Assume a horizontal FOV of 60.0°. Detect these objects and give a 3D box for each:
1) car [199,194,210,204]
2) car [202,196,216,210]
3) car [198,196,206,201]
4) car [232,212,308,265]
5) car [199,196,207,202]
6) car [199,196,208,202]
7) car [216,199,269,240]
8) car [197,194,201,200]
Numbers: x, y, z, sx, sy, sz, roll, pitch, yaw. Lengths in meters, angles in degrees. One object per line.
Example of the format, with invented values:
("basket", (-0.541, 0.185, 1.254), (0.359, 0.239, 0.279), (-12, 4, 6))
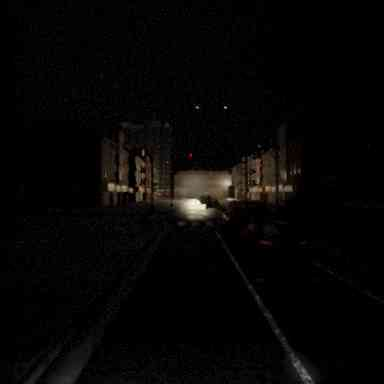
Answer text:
("car", (2.638, 1.579, 59.569), (1.887, 1.381, 4.507), (1, 0, 0))
("car", (2.640, 1.552, 43.257), (1.887, 1.381, 4.507), (1, 0, 0))
("car", (2.635, 1.658, 86.756), (2.008, 1.369, 4.403), (0, 0, 0))
("car", (2.644, 1.574, 11.378), (1.802, 1.307, 4.206), (1, 0, 0))
("car", (2.635, 1.672, 81.319), (1.802, 1.307, 4.206), (0, 0, 0))
("car", (2.636, 1.656, 75.881), (1.802, 1.307, 4.206), (0, 0, 0))
("car", (2.647, 1.306, 16.827), (2.192, 1.841, 5.009), (1, 0, 0))
("car", (2.640, 1.361, 65.007), (2.192, 1.841, 5.009), (1, 0, 0))
